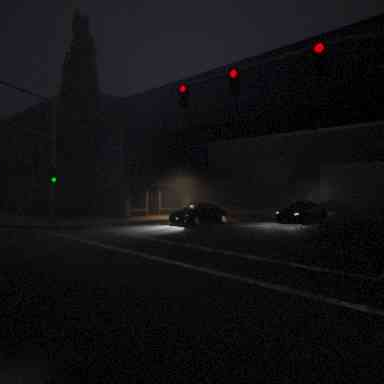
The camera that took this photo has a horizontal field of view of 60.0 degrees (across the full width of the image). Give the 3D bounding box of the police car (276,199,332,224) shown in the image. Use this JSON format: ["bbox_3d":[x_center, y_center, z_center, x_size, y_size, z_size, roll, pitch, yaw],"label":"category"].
[{"bbox_3d":[7.896,1.422,24.134,2.038,1.542,4.974,1,1,45],"label":"police car"}]

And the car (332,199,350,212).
[{"bbox_3d":[16.010,1.499,37.459,1.895,1.301,4.718,1,1,45],"label":"car"}]

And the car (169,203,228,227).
[{"bbox_3d":[0.475,1.428,21.743,1.994,1.385,4.181,1,1,45],"label":"car"}]
